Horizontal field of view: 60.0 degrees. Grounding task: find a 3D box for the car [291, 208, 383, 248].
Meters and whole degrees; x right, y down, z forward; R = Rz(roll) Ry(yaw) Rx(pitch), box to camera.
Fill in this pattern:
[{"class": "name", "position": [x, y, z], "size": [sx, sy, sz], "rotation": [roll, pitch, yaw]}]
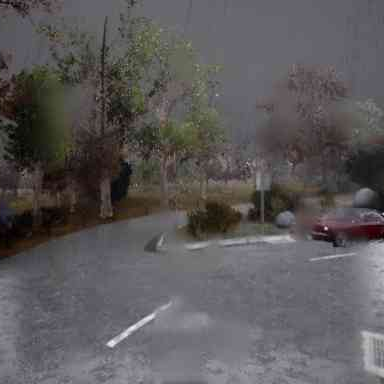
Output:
[{"class": "car", "position": [6.252, 1.338, 13.295], "size": [4.718, 1.301, 1.895], "rotation": [-1, 1, -28]}]
